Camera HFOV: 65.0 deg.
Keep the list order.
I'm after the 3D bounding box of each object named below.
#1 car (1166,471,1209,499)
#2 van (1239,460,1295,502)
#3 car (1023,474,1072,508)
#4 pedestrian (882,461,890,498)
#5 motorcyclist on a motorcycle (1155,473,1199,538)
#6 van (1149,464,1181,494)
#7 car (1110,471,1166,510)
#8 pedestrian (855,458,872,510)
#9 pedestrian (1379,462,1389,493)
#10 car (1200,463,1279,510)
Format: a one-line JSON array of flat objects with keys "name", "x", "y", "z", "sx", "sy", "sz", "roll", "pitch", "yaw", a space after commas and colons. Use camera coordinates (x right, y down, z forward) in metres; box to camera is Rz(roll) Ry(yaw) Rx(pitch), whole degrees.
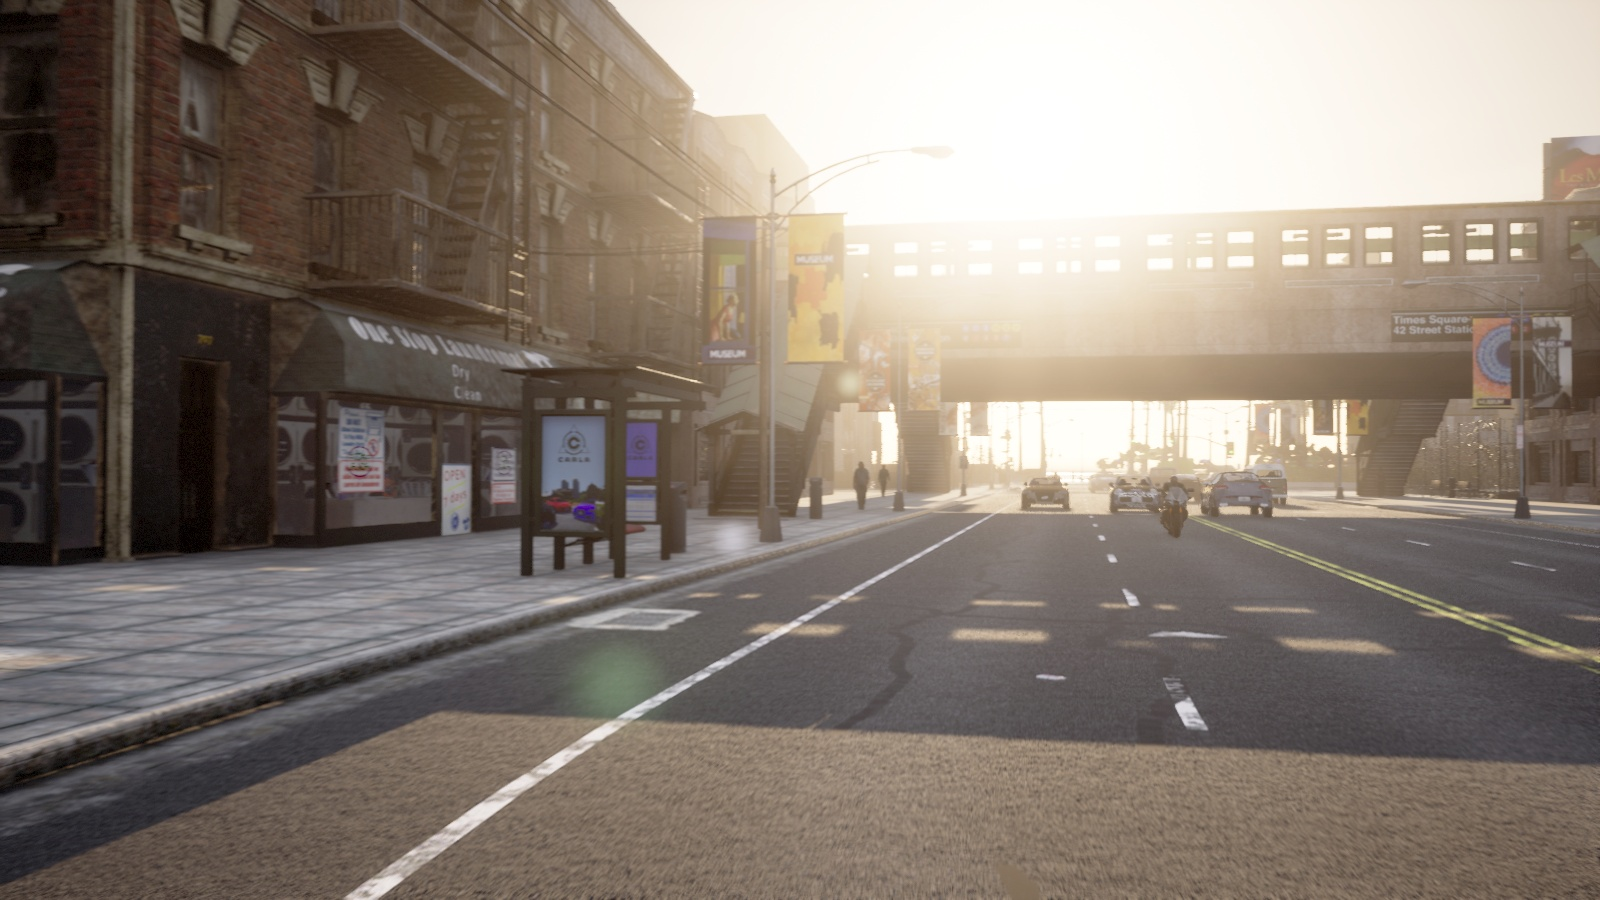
[{"name": "car", "x": 21.225, "y": 1.914, "z": 68.971, "sx": 1.837, "sy": 1.490, "sz": 4.892, "roll": 0, "pitch": -1, "yaw": 12}, {"name": "van", "x": 23.634, "y": 1.537, "z": 63.692, "sx": 2.069, "sy": 2.038, "sz": 4.480, "roll": 0, "pitch": -1, "yaw": 13}, {"name": "car", "x": 10.767, "y": 1.758, "z": 54.374, "sx": 1.994, "sy": 1.385, "sz": 4.181, "roll": 0, "pitch": -1, "yaw": 12}, {"name": "pedestrian", "x": 4.637, "y": 1.590, "z": 67.597, "sx": 0.423, "sy": 1.949, "sz": 0.788, "roll": 0, "pitch": -1, "yaw": 3}, {"name": "motorcyclist on a motorcycle", "x": 9.243, "y": 1.340, "z": 30.850, "sx": 0.866, "sy": 1.530, "sz": 2.191, "roll": 0, "pitch": -1, "yaw": 12}, {"name": "van", "x": 24.803, "y": 1.927, "z": 85.408, "sx": 1.775, "sy": 1.987, "sz": 4.442, "roll": 0, "pitch": -1, "yaw": 12}, {"name": "car", "x": 13.345, "y": 1.575, "z": 49.771, "sx": 1.970, "sy": 1.475, "sz": 3.806, "roll": 0, "pitch": -1, "yaw": 12}, {"name": "pedestrian", "x": 2.281, "y": 1.218, "z": 44.940, "sx": 0.540, "sy": 1.848, "sz": 0.694, "roll": 0, "pitch": -1, "yaw": 7}, {"name": "pedestrian", "x": 33.852, "y": 1.593, "z": 72.817, "sx": 0.328, "sy": 1.805, "sz": 0.869, "roll": 0, "pitch": -1, "yaw": 14}, {"name": "car", "x": 16.270, "y": 1.330, "z": 46.757, "sx": 2.152, "sy": 1.651, "sz": 5.027, "roll": 0, "pitch": -1, "yaw": 12}]
